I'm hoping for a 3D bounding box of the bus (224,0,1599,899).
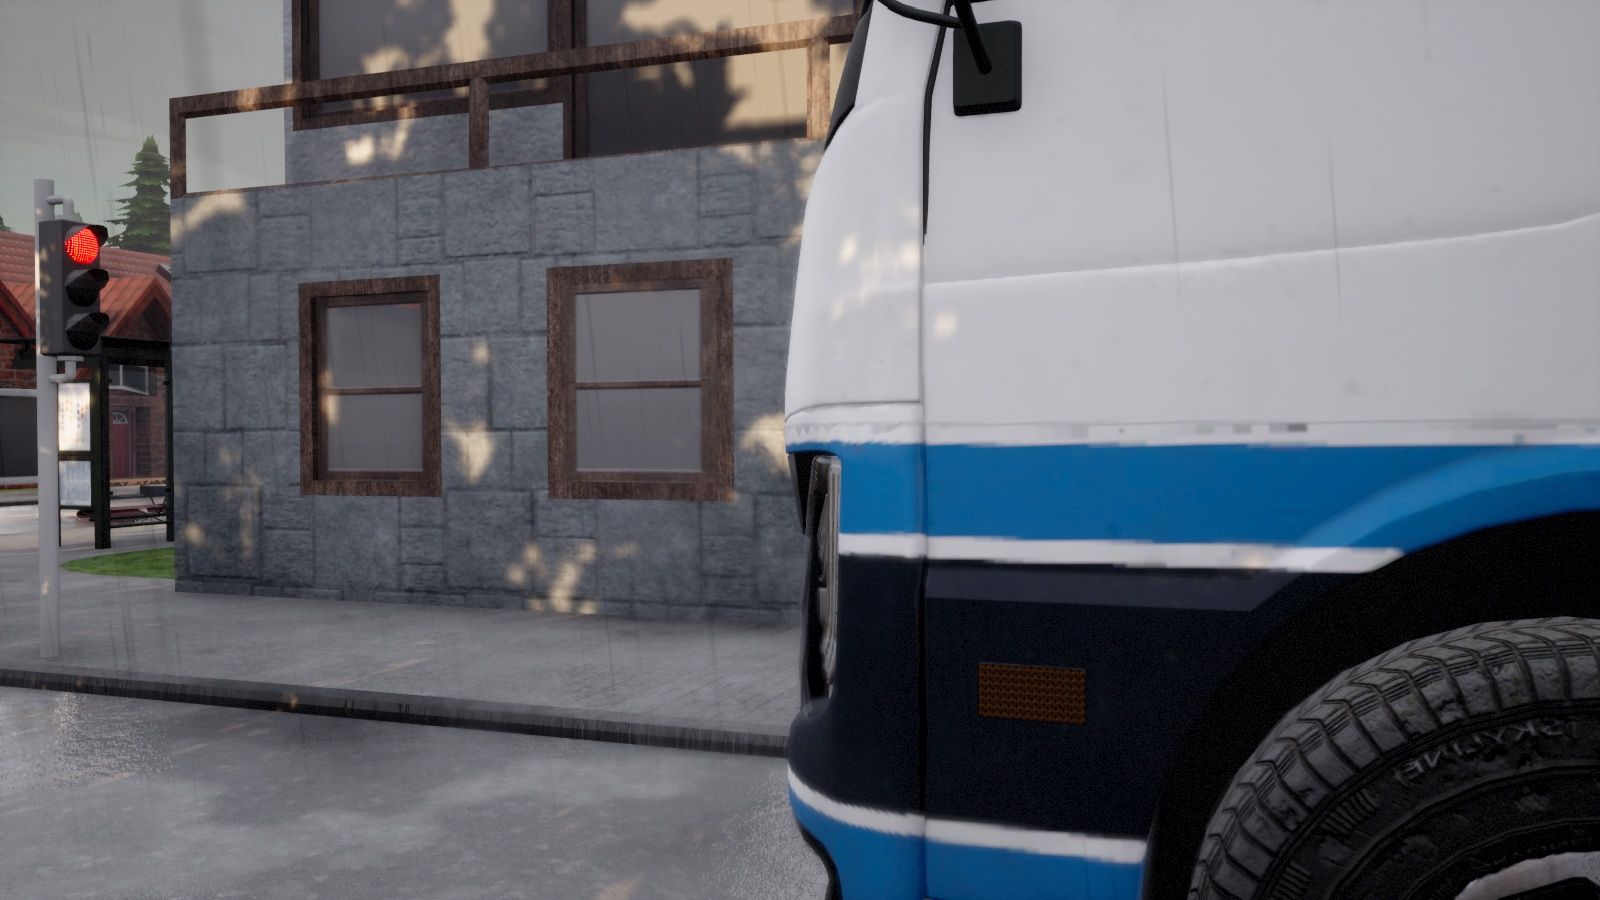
[{"bbox_3d":[4.544,-0.567,2.134,10.273,4.253,3.944,1,1,21],"label":"bus"}]
